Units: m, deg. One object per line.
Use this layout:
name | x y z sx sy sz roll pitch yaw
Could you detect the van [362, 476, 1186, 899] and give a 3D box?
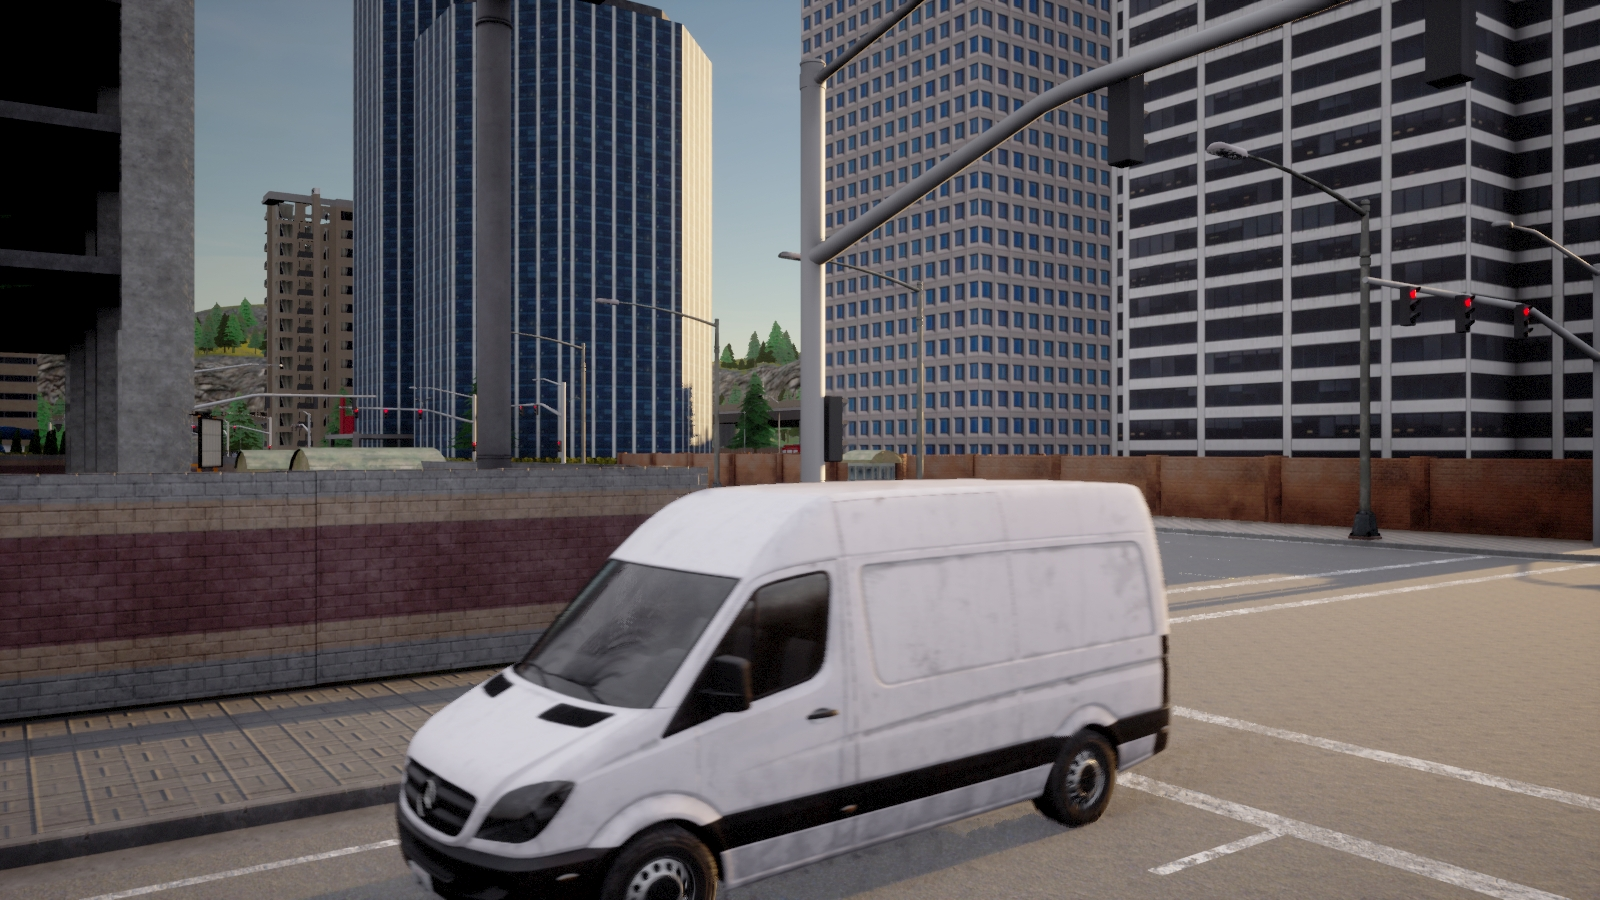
van | 0.182 1.534 8.233 5.915 2.561 1.988 0 0 -38
